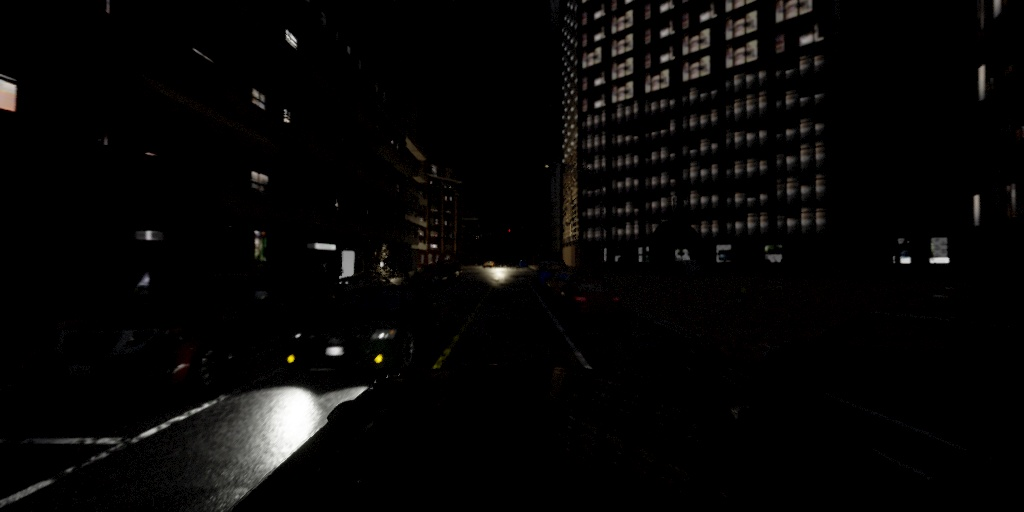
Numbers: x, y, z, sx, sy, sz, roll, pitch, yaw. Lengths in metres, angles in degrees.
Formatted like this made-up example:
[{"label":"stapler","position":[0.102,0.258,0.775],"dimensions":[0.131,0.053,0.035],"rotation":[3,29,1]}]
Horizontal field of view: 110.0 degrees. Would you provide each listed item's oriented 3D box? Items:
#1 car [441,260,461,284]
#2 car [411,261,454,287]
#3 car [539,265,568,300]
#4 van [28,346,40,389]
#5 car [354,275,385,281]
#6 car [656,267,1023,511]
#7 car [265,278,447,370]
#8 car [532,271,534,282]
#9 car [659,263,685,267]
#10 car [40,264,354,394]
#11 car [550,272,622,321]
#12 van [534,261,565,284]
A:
[{"label":"car","position":[-5.320,1.250,29.060],"dimensions":[2.192,1.841,5.009],"rotation":[0,0,0]},{"label":"car","position":[-5.319,1.335,23.524],"dimensions":[1.967,1.591,4.097],"rotation":[0,0,0]},{"label":"car","position":[2.563,1.382,18.168],"dimensions":[1.751,1.417,4.829],"rotation":[0,0,0]},{"label":"van","position":[-5.315,1.089,1.381],"dimensions":[1.690,1.789,3.998],"rotation":[0,0,0]},{"label":"car","position":[-5.317,1.369,12.454],"dimensions":[2.007,1.370,4.403],"rotation":[0,0,0]},{"label":"car","position":[2.565,1.063,1.390],"dimensions":[2.192,1.841,5.009],"rotation":[0,0,0]},{"label":"car","position":[-2.850,1.352,7.748],"dimensions":[1.994,1.385,4.181],"rotation":[0,0,0]},{"label":"car","position":[2.560,1.461,29.238],"dimensions":[1.751,1.417,4.829],"rotation":[0,0,0]},{"label":"car","position":[16.812,1.370,36.315],"dimensions":[4.181,1.385,1.994],"rotation":[-1,-1,41]},{"label":"car","position":[-5.316,1.098,6.917],"dimensions":[2.192,1.841,5.009],"rotation":[0,0,0]},{"label":"car","position":[2.564,1.400,12.462],"dimensions":[1.802,1.307,4.207],"rotation":[0,0,0]},{"label":"van","position":[2.562,1.236,23.531],"dimensions":[1.690,1.789,3.998],"rotation":[0,0,0]}]
